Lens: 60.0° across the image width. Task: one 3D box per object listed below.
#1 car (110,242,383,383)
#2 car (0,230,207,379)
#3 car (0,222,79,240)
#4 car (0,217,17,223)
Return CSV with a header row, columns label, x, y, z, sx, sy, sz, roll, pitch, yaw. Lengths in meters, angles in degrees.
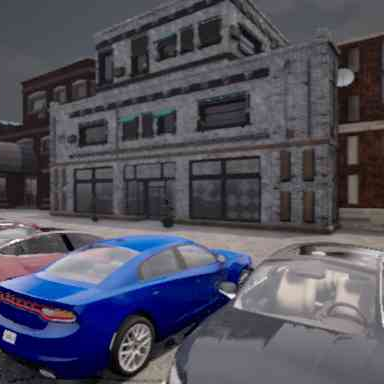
label,x,y,z,sx,sy,sz,roll,pitch,yaw
car,1.649,1.481,4.185,2.231,1.521,4.892,0,0,35
car,-0.630,1.481,5.776,2.097,1.535,5.008,0,0,35
car,-2.985,1.512,7.477,2.163,1.488,4.792,0,0,35
car,-5.276,1.486,9.048,2.231,1.521,4.892,0,0,35
